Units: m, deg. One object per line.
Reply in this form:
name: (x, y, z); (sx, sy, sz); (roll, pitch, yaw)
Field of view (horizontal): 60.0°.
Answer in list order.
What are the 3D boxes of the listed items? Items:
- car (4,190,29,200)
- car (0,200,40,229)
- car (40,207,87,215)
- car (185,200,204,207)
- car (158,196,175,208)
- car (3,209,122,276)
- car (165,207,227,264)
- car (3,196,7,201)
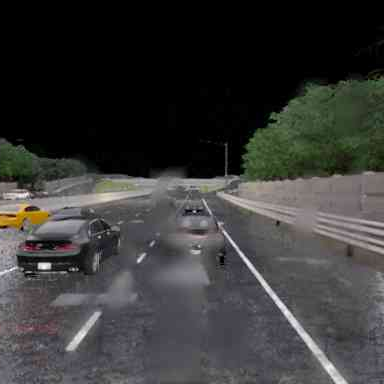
car: (-31.101, 0.636, 59.081); (2.150, 2.045, 5.566); (0, 1, 1)
car: (-10.340, 1.463, 20.270); (1.882, 1.535, 5.008); (0, 0, 0)
car: (-6.844, 1.552, 19.596); (1.994, 1.385, 4.181); (0, 0, 0)
car: (0.240, 1.490, 33.172); (1.895, 1.301, 4.718); (0, 1, 0)
car: (-3.279, 1.251, 42.776); (1.837, 1.490, 4.892); (0, 1, 1)
car: (-3.480, 1.502, 10.291); (1.837, 1.490, 4.892); (0, 0, 0)
car: (0.125, 1.487, 11.740); (2.128, 1.511, 4.902); (0, 0, 0)
car: (-20.962, 1.442, 32.721); (2.033, 1.411, 5.357); (0, 1, 0)
